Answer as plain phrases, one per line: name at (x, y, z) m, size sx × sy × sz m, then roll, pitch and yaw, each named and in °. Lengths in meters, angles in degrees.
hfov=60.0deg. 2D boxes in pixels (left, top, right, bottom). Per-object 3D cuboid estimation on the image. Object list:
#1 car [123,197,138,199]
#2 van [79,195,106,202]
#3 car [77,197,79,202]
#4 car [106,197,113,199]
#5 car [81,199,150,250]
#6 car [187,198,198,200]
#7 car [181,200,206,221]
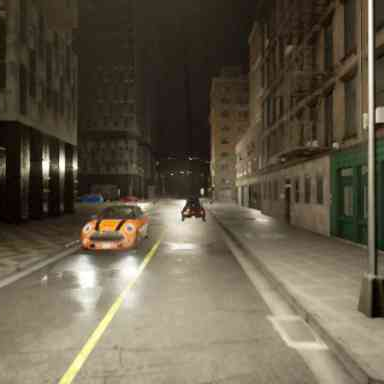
car at (-14.434, 1.710, 75.910) m, size 4.206 × 1.307 × 1.802 m, roll 0°, pitch 0°, yaw 0°
van at (-20.088, 1.434, 67.395) m, size 3.998 × 1.788 × 1.690 m, roll 0°, pitch 0°, yaw 0°
car at (-25.732, 1.759, 75.927) m, size 4.403 × 1.369 × 2.008 m, roll 0°, pitch 0°, yaw 0°
car at (-20.083, 1.734, 75.919) m, size 4.313 × 1.339 × 1.947 m, roll 0°, pitch 0°, yaw 0°
car at (-3.094, 1.355, 14.227) m, size 2.097 × 1.767 × 4.553 m, roll 0°, pitch 0°, yaw 0°
car at (0.122, 1.486, 44.079) m, size 1.882 × 1.535 × 5.008 m, roll 0°, pitch 0°, yaw 0°
car at (0.113, 1.607, 27.198) m, size 1.895 × 1.301 × 4.718 m, roll 0°, pitch 0°, yaw 0°
